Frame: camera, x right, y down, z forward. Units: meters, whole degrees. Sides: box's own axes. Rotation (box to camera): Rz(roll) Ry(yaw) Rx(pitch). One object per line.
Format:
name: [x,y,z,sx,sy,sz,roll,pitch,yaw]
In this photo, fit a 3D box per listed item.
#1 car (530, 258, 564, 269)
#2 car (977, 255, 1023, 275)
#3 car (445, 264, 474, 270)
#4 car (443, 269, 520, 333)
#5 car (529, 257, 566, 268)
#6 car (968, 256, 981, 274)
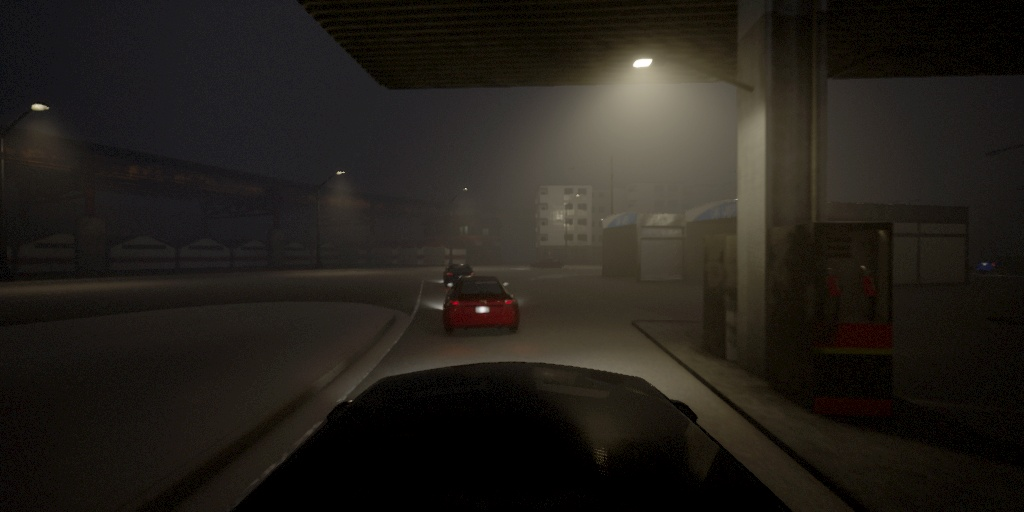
car: [4.535,1.045,48.406,4.181,1.385,1.994,0,0,-15]
car: [47.858,0.850,34.095,4.553,1.767,2.097,0,0,19]
car: [-3.440,1.194,23.511,1.994,1.385,4.181,0,0,-12]
car: [-0.984,1.264,10.706,1.994,1.385,4.181,0,0,-8]
car: [5.150,0.966,52.174,4.892,1.490,1.837,0,0,-13]
car: [39.398,0.997,33.637,5.008,1.535,1.882,1,1,24]
